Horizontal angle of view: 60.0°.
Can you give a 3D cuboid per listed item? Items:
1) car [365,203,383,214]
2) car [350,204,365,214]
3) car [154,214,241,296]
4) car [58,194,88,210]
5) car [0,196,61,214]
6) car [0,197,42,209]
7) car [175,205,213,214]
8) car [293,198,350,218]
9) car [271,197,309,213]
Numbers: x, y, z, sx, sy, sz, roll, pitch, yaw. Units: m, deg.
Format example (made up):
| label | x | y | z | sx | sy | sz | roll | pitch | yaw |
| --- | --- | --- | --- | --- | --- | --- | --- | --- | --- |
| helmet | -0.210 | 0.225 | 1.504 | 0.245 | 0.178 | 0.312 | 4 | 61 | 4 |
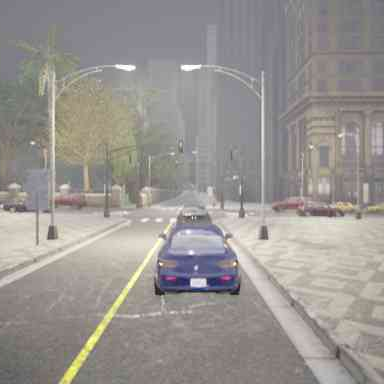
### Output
| label | x | y | z | sx | sy | sz | roll | pitch | yaw |
| --- | --- | --- | --- | --- | --- | --- | --- | --- | --- |
| car | 22.817 | 1.881 | 39.193 | 4.829 | 1.417 | 1.752 | 1 | -1 | 0 |
| car | 17.277 | 1.807 | 39.213 | 4.829 | 1.417 | 1.752 | 1 | -1 | 0 |
| car | 0.104 | 1.519 | 8.488 | 1.812 | 1.442 | 4.674 | 0 | 0 | 0 |
| car | -14.929 | 1.141 | 39.337 | 5.009 | 1.841 | 2.192 | 1 | -1 | 0 |
| car | -14.952 | 1.335 | 30.808 | 4.403 | 1.369 | 2.008 | 1 | -1 | 0 |
| car | -20.456 | 1.289 | 39.353 | 4.507 | 1.381 | 1.887 | 1 | -1 | 0 |
| car | 0.114 | 1.497 | 18.597 | 1.837 | 1.490 | 4.892 | 0 | 0 | 0 |
| car | 11.885 | 1.607 | 30.710 | 4.097 | 1.590 | 1.967 | 1 | -1 | 0 |
| car | 11.909 | 1.524 | 39.237 | 5.009 | 1.841 | 2.192 | 1 | -1 | 0 |
